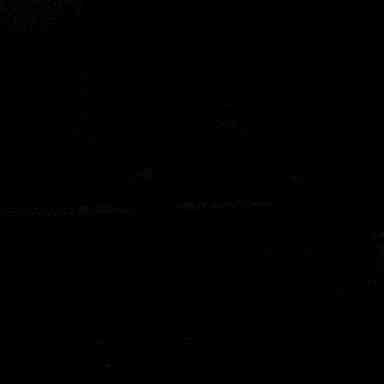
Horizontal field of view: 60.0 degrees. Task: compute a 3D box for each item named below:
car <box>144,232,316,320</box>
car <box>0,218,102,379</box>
[{"bbox_3d":[1.015,1.581,7.272,4.206,1.307,1.802,0,0,-35],"label":"car"},{"bbox_3d":[-3.615,1.315,3.979,5.009,1.841,2.192,0,0,-35],"label":"car"}]
